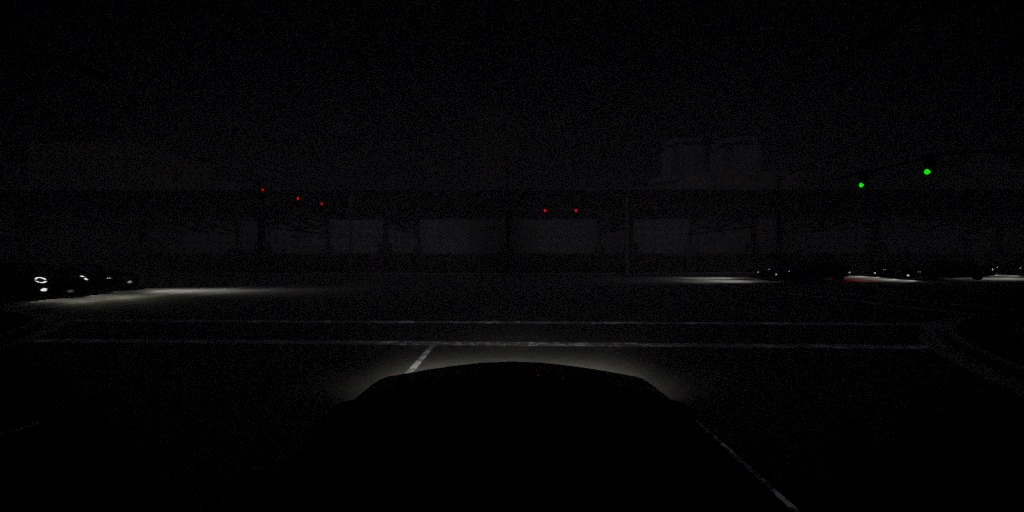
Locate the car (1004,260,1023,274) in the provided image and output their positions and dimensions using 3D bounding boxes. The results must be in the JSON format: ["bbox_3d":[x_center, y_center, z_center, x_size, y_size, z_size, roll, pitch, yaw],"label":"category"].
[{"bbox_3d":[43.456,0.817,29.468,5.357,1.411,2.033,-1,0,2],"label":"car"}]

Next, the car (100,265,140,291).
[{"bbox_3d":[-24.311,1.218,20.563,4.902,1.511,2.128,0,0,2],"label":"car"}]

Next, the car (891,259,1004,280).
[{"bbox_3d":[31.761,1.010,26.282,5.357,1.411,2.033,-1,0,1],"label":"car"}]

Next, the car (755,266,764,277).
[{"bbox_3d":[23.110,1.056,30.011,4.902,1.511,2.128,-1,0,2],"label":"car"}]

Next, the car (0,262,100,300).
[{"bbox_3d":[-23.124,1.083,17.027,4.553,1.767,2.097,0,0,2],"label":"car"}]

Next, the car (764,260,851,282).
[{"bbox_3d":[22.053,1.070,26.531,4.902,1.511,2.128,-1,0,1],"label":"car"}]

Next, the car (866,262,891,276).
[{"bbox_3d":[32.850,0.991,29.754,5.357,1.411,2.033,-1,0,1],"label":"car"}]
